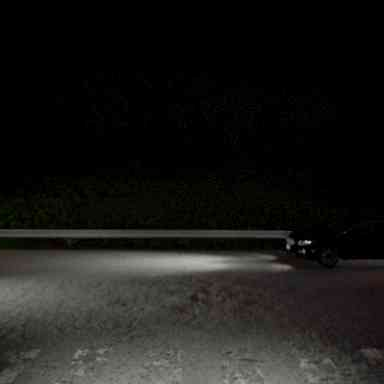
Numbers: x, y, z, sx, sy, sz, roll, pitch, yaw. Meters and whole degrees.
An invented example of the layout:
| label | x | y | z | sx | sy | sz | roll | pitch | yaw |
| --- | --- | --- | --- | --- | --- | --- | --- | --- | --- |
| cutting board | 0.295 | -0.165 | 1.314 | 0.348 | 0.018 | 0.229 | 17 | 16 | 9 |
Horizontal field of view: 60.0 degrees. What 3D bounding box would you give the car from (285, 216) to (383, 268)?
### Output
| label | x | y | z | sx | sy | sz | roll | pitch | yaw |
| --- | --- | --- | --- | --- | --- | --- | --- | --- | --- |
| car | 5.602 | 1.550 | 11.005 | 4.902 | 1.511 | 2.128 | 0 | 0 | -2 |
